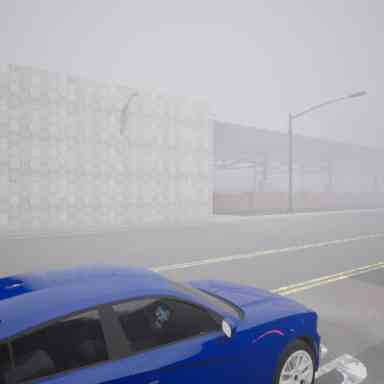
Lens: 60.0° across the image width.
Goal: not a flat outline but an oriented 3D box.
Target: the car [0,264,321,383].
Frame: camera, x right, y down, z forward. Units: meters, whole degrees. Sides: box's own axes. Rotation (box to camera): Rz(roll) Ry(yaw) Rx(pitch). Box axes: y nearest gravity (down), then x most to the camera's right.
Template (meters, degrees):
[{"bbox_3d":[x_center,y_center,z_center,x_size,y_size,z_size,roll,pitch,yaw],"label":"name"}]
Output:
[{"bbox_3d":[-0.776,1.478,3.196,5.008,1.535,1.882,0,0,-36],"label":"car"}]
